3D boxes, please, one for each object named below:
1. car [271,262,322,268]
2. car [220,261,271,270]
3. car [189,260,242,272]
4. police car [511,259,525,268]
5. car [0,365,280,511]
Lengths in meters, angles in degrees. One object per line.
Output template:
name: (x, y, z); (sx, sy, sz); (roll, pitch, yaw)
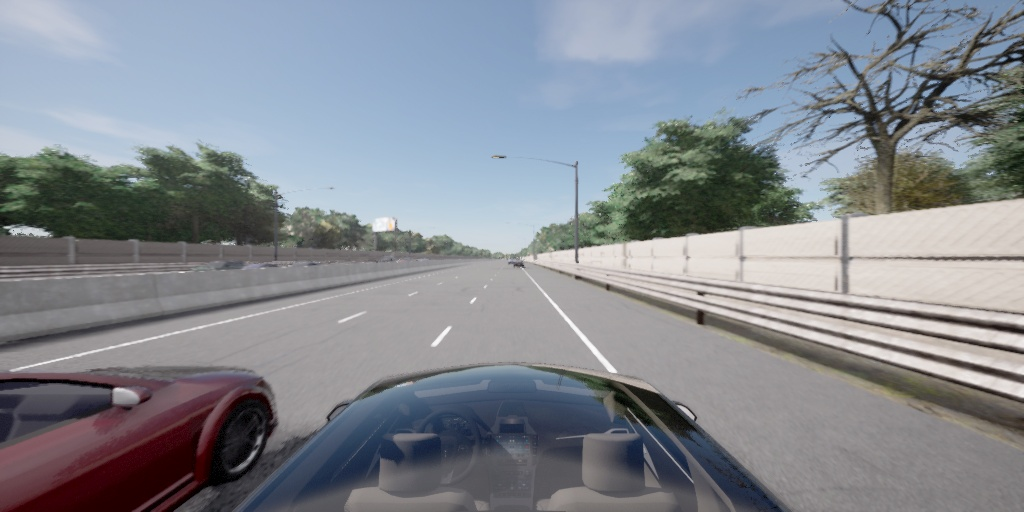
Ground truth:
car: (-17.577, 1.285, 30.273); (1.837, 1.490, 4.892); (0, -1, 0)
car: (-21.074, 1.326, 30.045); (2.033, 1.411, 5.357); (0, 0, 0)
car: (-24.573, 1.130, 30.244); (2.097, 1.767, 4.553); (0, 0, 0)
police car: (1.215, 1.291, 63.922); (1.930, 1.638, 5.238); (0, 0, 0)
car: (-3.400, 1.314, 1.996); (1.994, 1.385, 4.181); (0, 0, 0)
